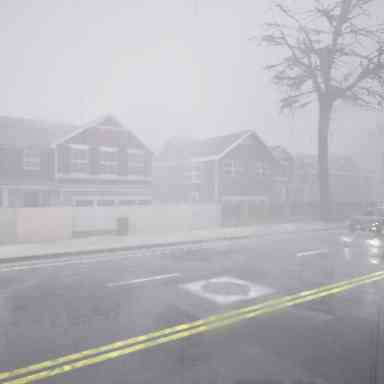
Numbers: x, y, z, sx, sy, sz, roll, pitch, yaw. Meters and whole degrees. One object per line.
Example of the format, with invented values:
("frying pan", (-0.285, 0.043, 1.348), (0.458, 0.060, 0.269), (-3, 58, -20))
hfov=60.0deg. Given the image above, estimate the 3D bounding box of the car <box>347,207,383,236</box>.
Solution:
("car", (11.037, 1.675, 19.540), (4.892, 1.490, 1.837), (1, -1, -35))
